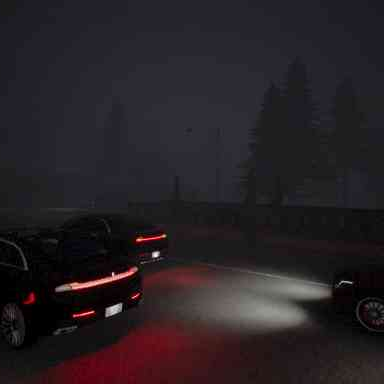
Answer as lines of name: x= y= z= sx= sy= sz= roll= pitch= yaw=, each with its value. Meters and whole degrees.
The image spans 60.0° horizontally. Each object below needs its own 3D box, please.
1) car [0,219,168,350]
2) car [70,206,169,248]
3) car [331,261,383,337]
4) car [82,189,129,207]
car: x=-3.069 y=1.413 z=6.140 sx=4.902 sy=1.511 sz=2.128 roll=1 pitch=1 yaw=36
car: x=-2.925 y=1.386 z=10.348 sx=4.892 sy=1.490 sz=1.837 roll=1 pitch=1 yaw=36
car: x=4.614 y=1.525 z=4.994 sx=4.674 sy=1.442 sz=1.812 roll=0 pitch=0 yaw=36
car: x=-9.589 y=0.689 z=37.450 sx=2.150 sy=2.045 sz=5.566 roll=1 pitch=1 yaw=38
